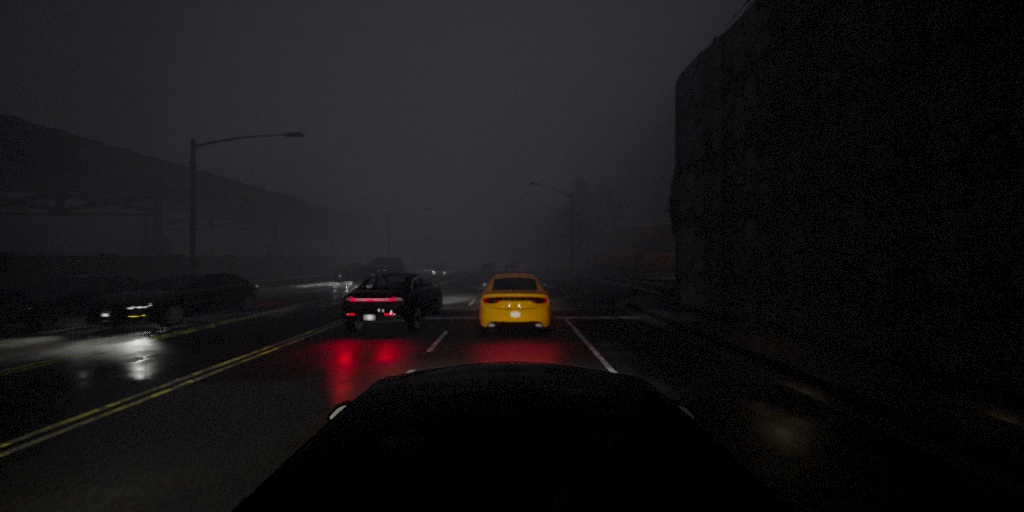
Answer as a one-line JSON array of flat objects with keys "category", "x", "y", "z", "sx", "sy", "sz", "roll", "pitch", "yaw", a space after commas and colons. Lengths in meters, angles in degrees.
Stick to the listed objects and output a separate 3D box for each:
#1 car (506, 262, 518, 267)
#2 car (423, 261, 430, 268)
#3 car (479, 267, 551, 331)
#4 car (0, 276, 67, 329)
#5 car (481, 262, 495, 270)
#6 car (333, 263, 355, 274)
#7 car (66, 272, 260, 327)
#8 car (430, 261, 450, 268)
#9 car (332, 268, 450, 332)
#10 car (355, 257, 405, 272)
[{"category": "car", "x": 0.030, "y": 1.582, "z": 58.459, "sx": 1.994, "sy": 1.385, "sz": 4.181, "roll": 0, "pitch": 0, "yaw": 0}, {"category": "car", "x": -14.136, "y": 1.588, "z": 63.145, "sx": 2.033, "sy": 1.411, "sz": 5.357, "roll": 0, "pitch": 0, "yaw": 0}, {"category": "car", "x": 0.081, "y": 1.273, "z": 11.223, "sx": 1.882, "sy": 1.535, "sz": 5.008, "roll": 0, "pitch": 0, "yaw": 0}, {"category": "car", "x": -14.112, "y": 1.345, "z": 11.797, "sx": 2.033, "sy": 1.411, "sz": 5.357, "roll": 0, "pitch": 0, "yaw": 0}, {"category": "car", "x": -3.464, "y": 1.539, "z": 52.742, "sx": 2.033, "sy": 1.411, "sz": 5.357, "roll": 0, "pitch": 0, "yaw": 0}, {"category": "car", "x": -14.137, "y": 1.385, "z": 31.927, "sx": 2.128, "sy": 1.511, "sz": 4.902, "roll": 0, "pitch": 0, "yaw": 0}, {"category": "car", "x": -10.612, "y": 1.302, "z": 11.777, "sx": 1.837, "sy": 1.490, "sz": 4.892, "roll": 0, "pitch": 0, "yaw": 0}, {"category": "car", "x": -10.658, "y": 1.478, "z": 54.565, "sx": 1.882, "sy": 1.535, "sz": 5.008, "roll": 0, "pitch": 0, "yaw": 0}, {"category": "car", "x": -3.425, "y": 1.286, "z": 11.079, "sx": 2.128, "sy": 1.511, "sz": 4.902, "roll": 0, "pitch": 0, "yaw": 0}, {"category": "car", "x": -10.635, "y": 1.105, "z": 29.934, "sx": 2.150, "sy": 2.045, "sz": 5.566, "roll": 0, "pitch": 0, "yaw": 0}]
